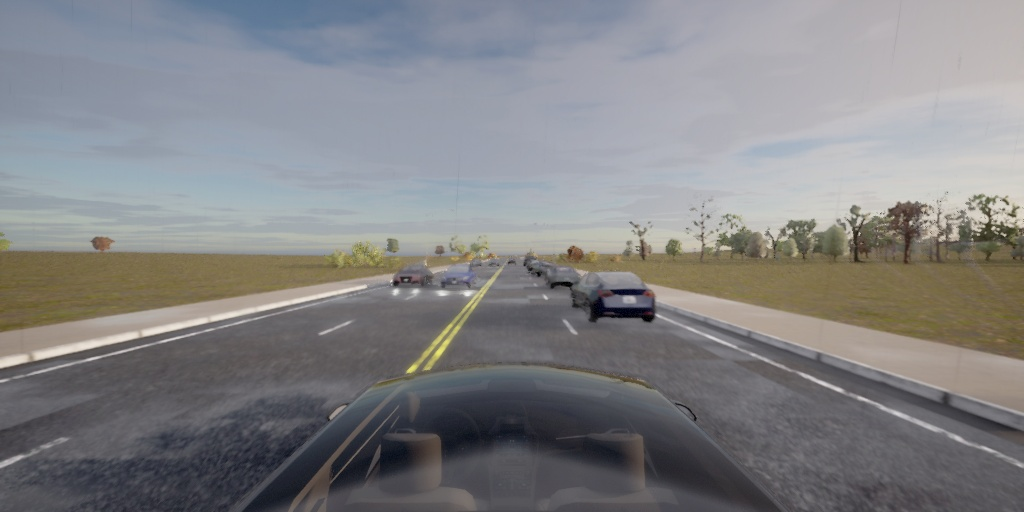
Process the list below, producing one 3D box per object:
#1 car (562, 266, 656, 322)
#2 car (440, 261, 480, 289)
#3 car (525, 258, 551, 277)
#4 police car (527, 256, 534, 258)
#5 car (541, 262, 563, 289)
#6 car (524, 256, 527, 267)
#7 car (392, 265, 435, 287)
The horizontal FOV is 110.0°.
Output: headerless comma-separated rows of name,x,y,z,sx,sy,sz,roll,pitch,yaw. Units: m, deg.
car,3.245,1.249,12.254,2.163,1.488,4.792,0,0,0
car,-3.349,1.263,23.183,1.812,1.442,4.674,0,0,0
car,3.017,1.224,34.700,2.128,1.511,4.902,0,0,-8
police car,3.230,1.149,45.334,1.930,1.638,5.238,0,0,0
car,3.240,1.302,23.224,1.994,1.385,4.181,0,0,0
car,3.225,1.217,56.224,1.837,1.490,4.892,0,0,0
car,-6.597,1.301,24.344,1.994,1.385,4.181,0,0,0
